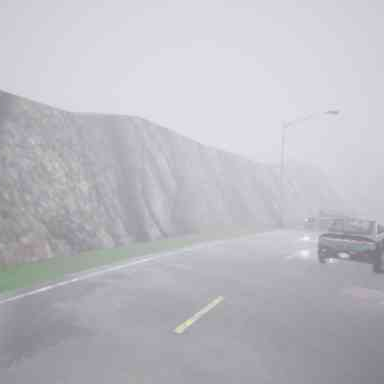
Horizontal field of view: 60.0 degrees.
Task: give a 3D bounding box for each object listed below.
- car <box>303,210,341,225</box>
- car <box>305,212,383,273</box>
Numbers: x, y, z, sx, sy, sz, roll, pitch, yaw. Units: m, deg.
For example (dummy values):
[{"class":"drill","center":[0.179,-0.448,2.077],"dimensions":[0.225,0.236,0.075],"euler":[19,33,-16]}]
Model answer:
[{"class":"car","center":[9.158,1.920,22.442],"dimensions":[1.895,1.301,4.718],"euler":[2,0,38]},{"class":"car","center":[5.831,1.700,11.724],"dimensions":[2.128,1.511,4.902],"euler":[2,0,35]}]
